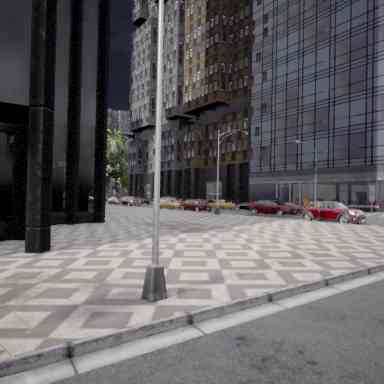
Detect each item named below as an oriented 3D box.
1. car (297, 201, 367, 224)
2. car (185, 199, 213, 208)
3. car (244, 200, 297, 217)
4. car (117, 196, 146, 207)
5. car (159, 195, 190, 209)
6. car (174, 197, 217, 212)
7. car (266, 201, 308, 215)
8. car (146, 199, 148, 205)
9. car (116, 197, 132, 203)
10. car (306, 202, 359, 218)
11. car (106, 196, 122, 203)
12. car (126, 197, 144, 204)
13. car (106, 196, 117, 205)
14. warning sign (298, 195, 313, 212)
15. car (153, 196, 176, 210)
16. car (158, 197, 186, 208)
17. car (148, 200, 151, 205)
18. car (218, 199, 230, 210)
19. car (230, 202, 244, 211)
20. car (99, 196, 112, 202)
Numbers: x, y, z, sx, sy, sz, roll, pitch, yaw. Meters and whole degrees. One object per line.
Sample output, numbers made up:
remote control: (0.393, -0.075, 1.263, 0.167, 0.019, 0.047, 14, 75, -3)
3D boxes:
car: (9.900, 1.371, 23.203, 1.967, 1.590, 4.097, 2, -1, -36)
car: (0.954, 1.724, 50.467, 2.008, 1.369, 4.403, 2, -1, -35)
car: (7.550, 1.484, 31.094, 1.882, 1.535, 5.008, 2, -1, -35)
car: (-9.173, 1.390, 50.004, 1.967, 1.590, 4.097, 2, -1, -35)
car: (-2.401, 1.370, 45.116, 2.097, 1.767, 4.553, 2, -1, -35)
car: (0.370, 1.486, 36.589, 1.887, 1.381, 4.507, 2, -1, -35)
car: (10.497, 1.745, 37.055, 1.802, 1.307, 4.206, 2, -1, -35)
car: (-9.296, 1.705, 60.105, 1.895, 1.301, 4.718, 2, -1, -35)
car: (-14.953, 1.742, 72.819, 1.947, 1.339, 4.313, 2, -1, -35)
car: (13.678, 1.726, 32.585, 1.947, 1.339, 4.313, 2, -1, -35)
car: (-18.232, 1.701, 77.429, 1.752, 1.417, 4.829, 2, -1, -35)
car: (-11.772, 1.742, 68.349, 1.947, 1.339, 4.313, 2, -1, -35)
car: (-12.358, 1.533, 54.473, 1.802, 1.307, 4.206, 2, -1, -35)
warning sign: (12.855, 1.339, 37.739, 1.300, 1.860, 1.060, 2, -1, -35)
car: (-2.713, 1.470, 40.922, 1.752, 1.417, 4.829, 2, -1, -35)
car: (-3.210, 1.594, 51.630, 2.128, 1.511, 4.902, 2, -1, -35)
car: (-5.409, 1.727, 59.408, 2.008, 1.369, 4.403, 2, -1, -35)
car: (4.037, 1.695, 46.136, 1.752, 1.417, 4.829, 2, -1, -35)
car: (7.316, 1.732, 41.526, 1.947, 1.339, 4.313, 2, -1, -35)
car: (-21.316, 1.757, 81.760, 1.802, 1.307, 4.206, 2, -1, -35)
